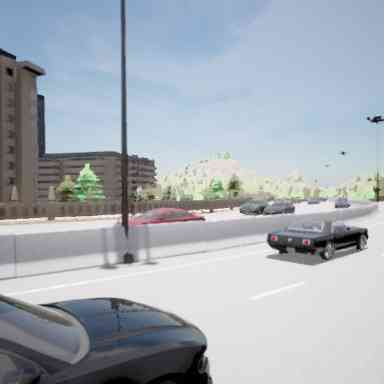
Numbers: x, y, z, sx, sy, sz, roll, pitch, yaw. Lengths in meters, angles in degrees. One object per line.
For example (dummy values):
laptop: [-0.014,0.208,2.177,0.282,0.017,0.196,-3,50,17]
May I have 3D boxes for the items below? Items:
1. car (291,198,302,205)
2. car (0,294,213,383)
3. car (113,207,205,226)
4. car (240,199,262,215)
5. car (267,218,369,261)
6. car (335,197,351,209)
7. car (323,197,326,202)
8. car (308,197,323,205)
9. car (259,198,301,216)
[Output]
car: [22.475,2.001,71.727,1.994,1.385,4.181,-1,-1,16]
car: [-2.100,1.492,2.423,5.008,1.535,1.882,0,0,-36]
car: [-1.500,1.559,16.525,5.008,1.535,1.882,0,0,-42]
car: [6.983,1.554,36.215,2.097,1.767,4.553,-1,-1,35]
car: [4.948,1.651,12.619,4.718,1.301,1.895,0,0,-42]
car: [22.847,1.612,50.353,2.097,1.767,4.553,-1,-1,23]
car: [34.575,1.993,88.879,1.994,1.385,4.181,-1,-1,16]
car: [25.317,1.761,68.916,2.097,1.767,4.553,-1,-1,16]
car: [8.746,1.675,32.704,1.837,1.490,4.892,0,0,37]
